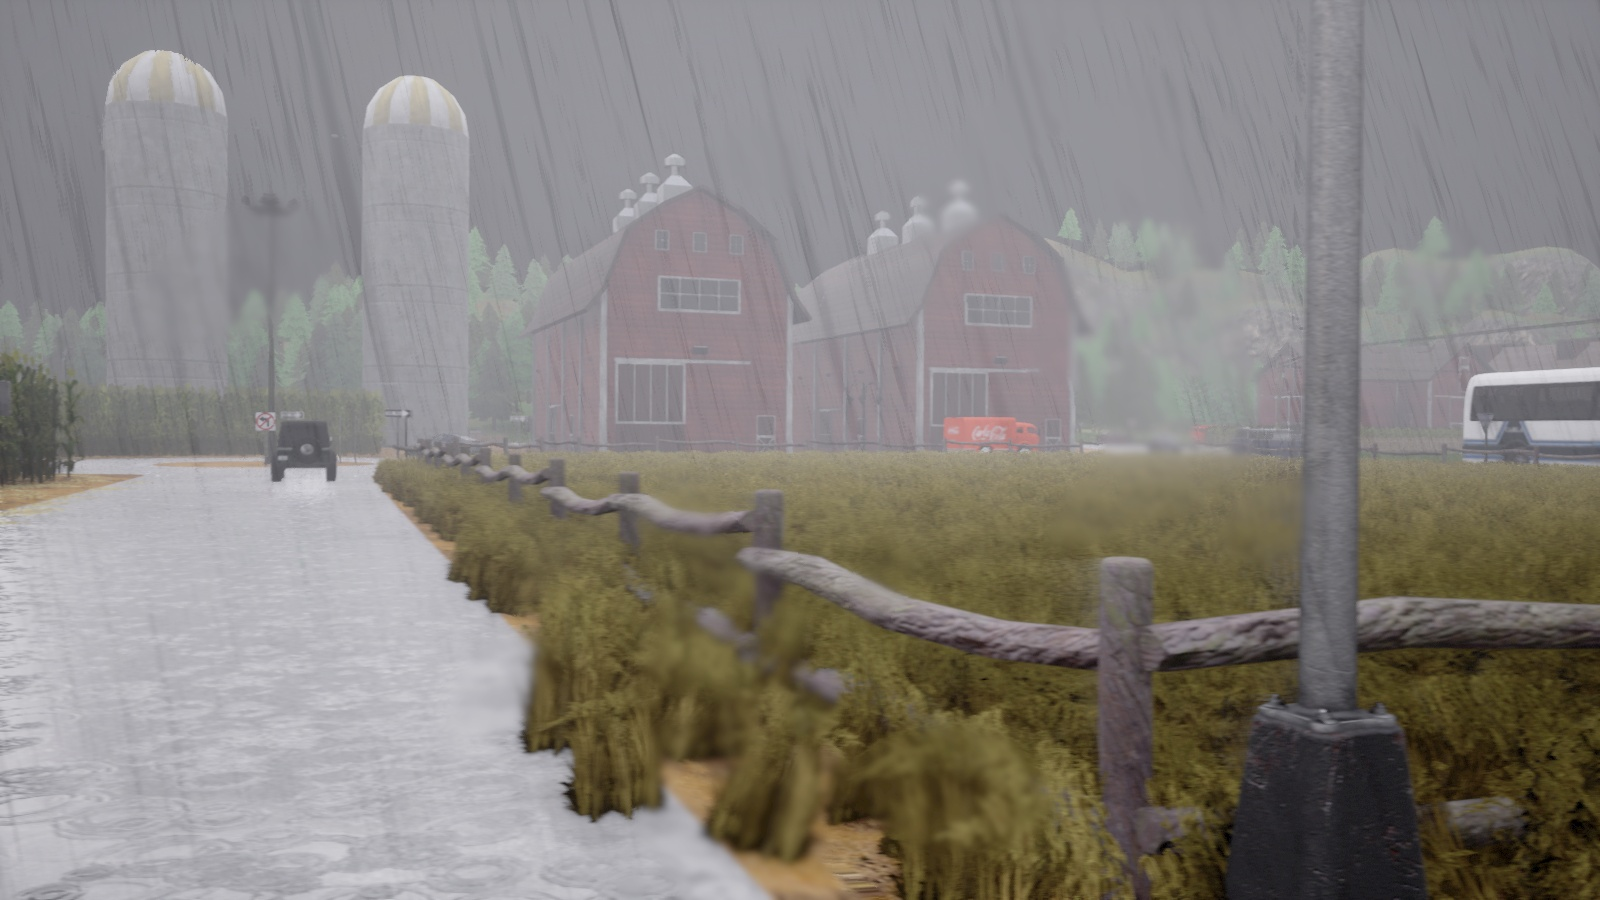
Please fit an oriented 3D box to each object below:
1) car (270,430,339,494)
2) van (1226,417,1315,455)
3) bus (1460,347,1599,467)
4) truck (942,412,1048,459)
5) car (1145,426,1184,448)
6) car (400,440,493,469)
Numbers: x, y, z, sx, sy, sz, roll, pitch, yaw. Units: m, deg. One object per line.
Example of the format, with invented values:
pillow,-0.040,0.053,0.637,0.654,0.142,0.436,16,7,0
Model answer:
car,-15.639,0.343,39.777,1.905,1.878,3.866,-1,1,-21
van,25.666,-0.768,68.657,1.775,1.987,4.442,-1,1,-29
bus,29.877,-1.577,46.297,3.944,4.253,10.273,-2,1,-14
truck,10.816,-0.810,69.753,5.204,2.467,2.627,-1,1,-23
car,26.207,-0.965,90.348,2.163,1.488,4.792,-1,1,10
car,-18.148,0.237,64.531,4.181,1.385,1.994,-1,1,18
